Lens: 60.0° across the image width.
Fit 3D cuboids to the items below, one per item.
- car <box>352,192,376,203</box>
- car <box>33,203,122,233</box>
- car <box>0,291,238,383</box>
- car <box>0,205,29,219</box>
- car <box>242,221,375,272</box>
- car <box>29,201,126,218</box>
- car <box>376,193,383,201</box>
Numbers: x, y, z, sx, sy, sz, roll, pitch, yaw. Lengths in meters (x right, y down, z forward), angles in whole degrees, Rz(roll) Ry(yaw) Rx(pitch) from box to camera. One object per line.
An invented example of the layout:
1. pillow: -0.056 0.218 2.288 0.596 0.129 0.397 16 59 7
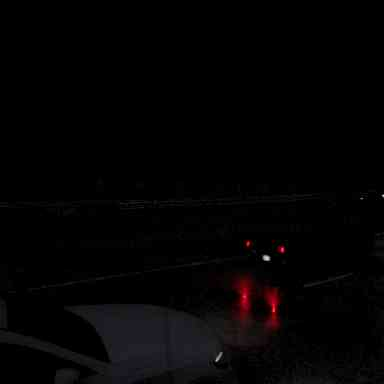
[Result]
1. car: 24.077 0.724 45.787 4.892 1.490 1.837 -2 1 -33
2. car: -6.961 1.493 20.485 4.892 1.490 1.837 0 0 -35
3. car: -1.761 1.522 2.485 4.674 1.442 1.812 0 0 -36
4. car: -11.283 1.549 21.717 4.181 1.385 1.994 0 0 -35
5. car: 3.949 1.594 10.815 4.718 1.301 1.895 0 0 -35
6. car: -5.615 1.343 17.150 4.553 1.767 2.097 0 0 -35
7. car: 26.631 0.555 43.286 4.553 1.767 2.097 -2 1 -33
